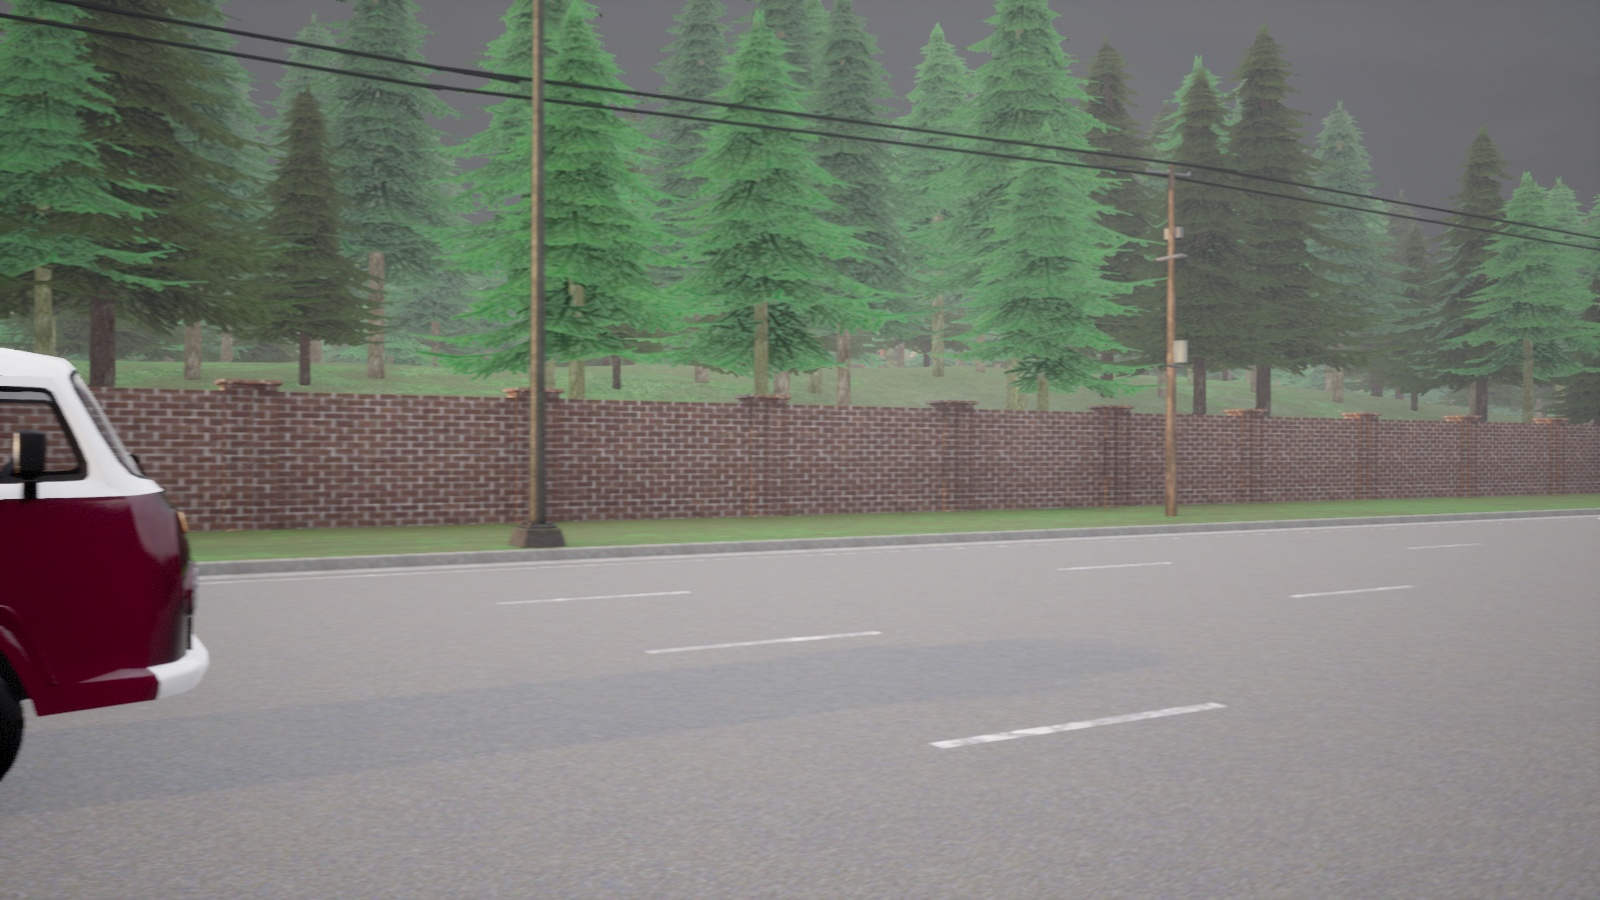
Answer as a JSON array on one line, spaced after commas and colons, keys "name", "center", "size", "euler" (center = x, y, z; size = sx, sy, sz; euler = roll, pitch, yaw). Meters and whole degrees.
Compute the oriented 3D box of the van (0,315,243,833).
[{"name": "van", "center": [-4.845, 0.490, 5.131], "size": [4.480, 2.038, 2.069], "euler": [0, 0, -31]}]
